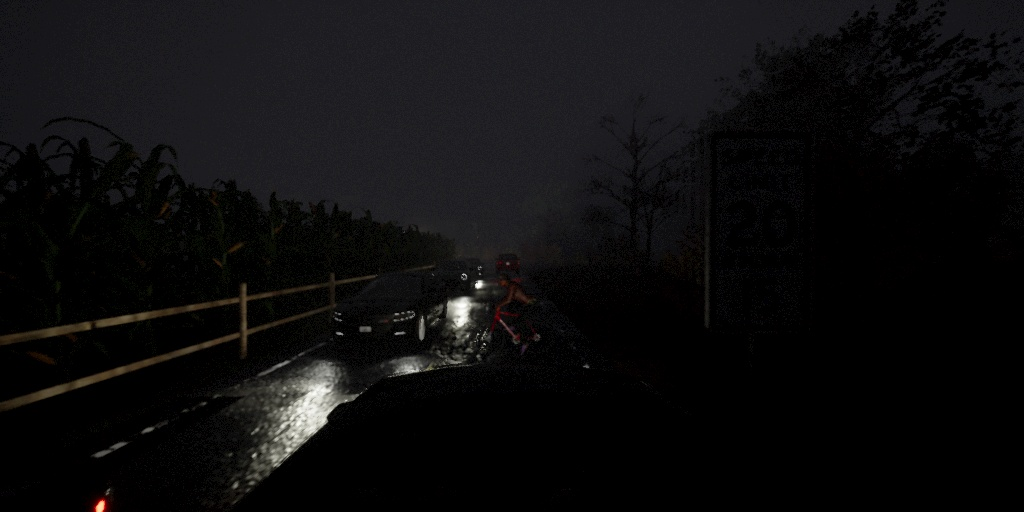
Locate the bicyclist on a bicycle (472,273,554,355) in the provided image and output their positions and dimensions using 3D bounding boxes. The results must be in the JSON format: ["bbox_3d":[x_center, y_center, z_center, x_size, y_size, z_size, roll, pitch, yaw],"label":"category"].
[{"bbox_3d":[0.012,1.167,7.113,1.656,1.620,0.582,-1,0,-1],"label":"bicyclist on a bicycle"}]

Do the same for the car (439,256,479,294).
[{"bbox_3d":[-3.103,0.985,19.048,2.097,1.767,4.553,0,0,-1],"label":"car"}]

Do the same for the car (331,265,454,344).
[{"bbox_3d":[-2.957,1.176,9.642,1.882,1.535,5.008,0,0,-1],"label":"car"}]

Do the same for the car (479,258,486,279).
[{"bbox_3d":[-3.238,0.914,29.018,2.097,1.767,4.553,0,0,-1],"label":"car"}]

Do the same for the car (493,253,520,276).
[{"bbox_3d":[-0.403,0.744,33.825,2.150,2.045,5.566,0,0,-1],"label":"car"}]
